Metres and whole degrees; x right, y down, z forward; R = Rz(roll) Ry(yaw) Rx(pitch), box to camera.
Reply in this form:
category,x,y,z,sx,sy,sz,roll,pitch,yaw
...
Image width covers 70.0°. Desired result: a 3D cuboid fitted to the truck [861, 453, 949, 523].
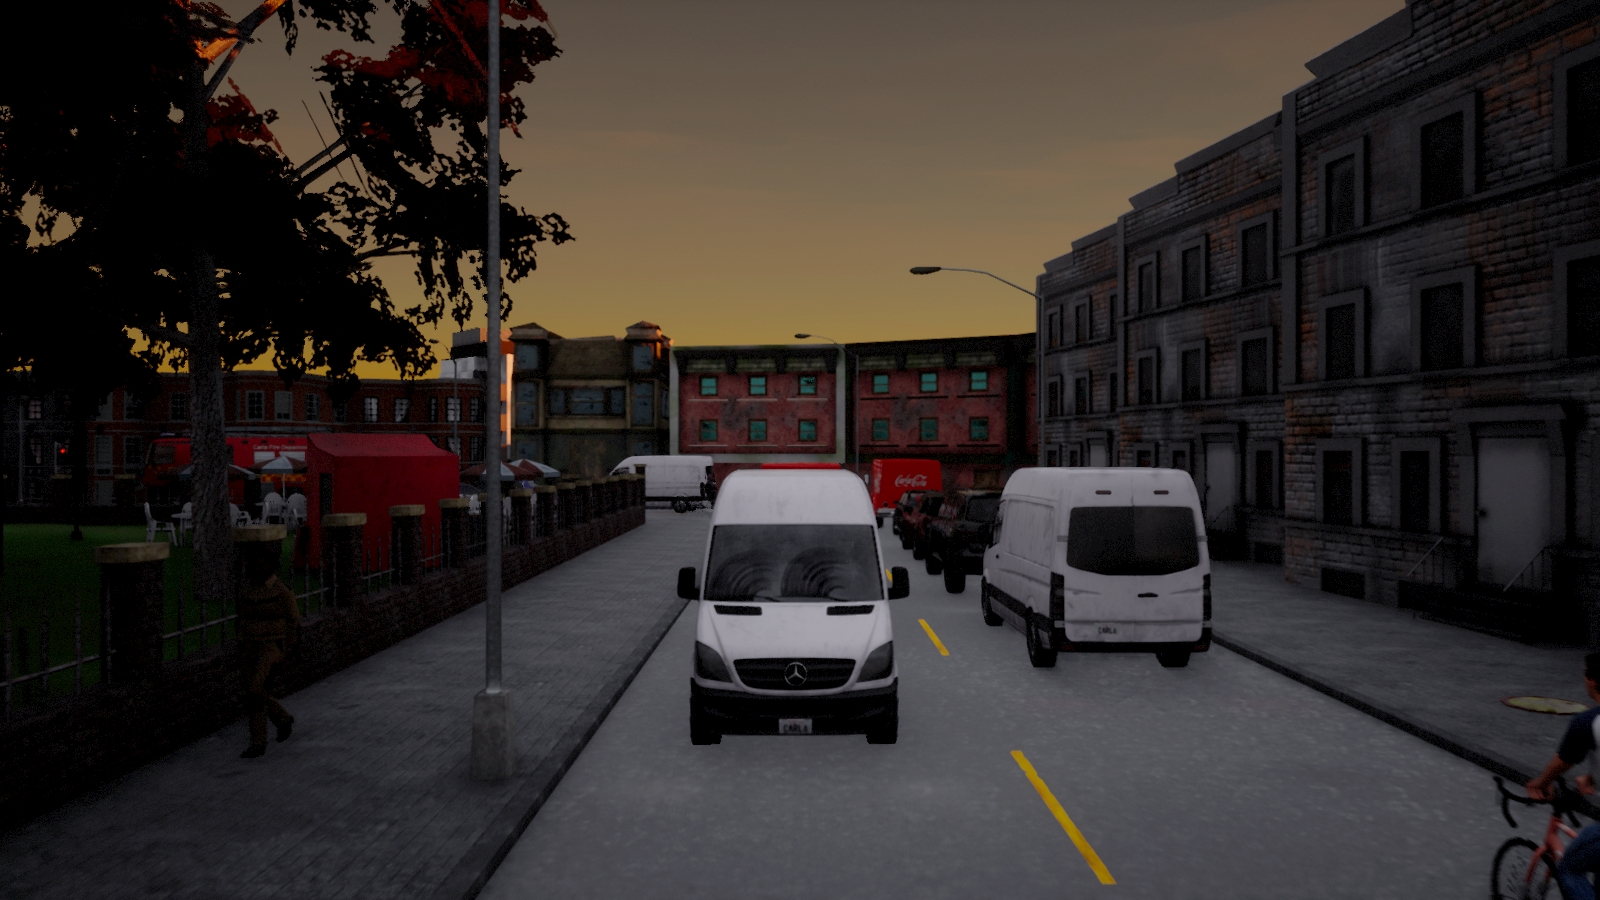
category,x,y,z,sx,sy,sz,roll,pitch,yaw
truck,3.839,1.349,42.857,2.627,2.467,5.204,0,0,-2

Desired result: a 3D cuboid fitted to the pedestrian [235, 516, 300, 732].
category,x,y,z,sx,sy,sz,roll,pitch,yaw
pedestrian,-4.727,1.525,10.157,0.375,1.860,0.375,0,0,10

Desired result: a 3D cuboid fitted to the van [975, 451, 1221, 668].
category,x,y,z,sx,sy,sz,roll,pitch,yaw
van,3.972,1.312,16.469,1.988,2.561,5.915,0,0,0

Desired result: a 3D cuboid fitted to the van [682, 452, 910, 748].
category,x,y,z,sx,sy,sz,roll,pitch,yaw
van,-0.067,1.314,12.918,1.988,2.561,5.915,0,0,-1

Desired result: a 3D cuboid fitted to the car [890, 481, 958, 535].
category,x,y,z,sx,sy,sz,roll,pitch,yaw
car,3.910,1.806,36.488,1.789,1.549,3.705,0,0,0

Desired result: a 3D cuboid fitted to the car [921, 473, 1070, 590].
category,x,y,z,sx,sy,sz,roll,pitch,yaw
car,3.913,1.560,23.895,2.150,2.045,5.566,0,0,0

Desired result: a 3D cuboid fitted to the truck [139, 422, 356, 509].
category,x,y,z,sx,sy,sz,roll,pitch,yaw
truck,-24.964,0.671,51.944,8.468,3.827,2.891,0,0,-1

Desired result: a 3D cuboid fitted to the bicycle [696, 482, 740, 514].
category,x,y,z,sx,sy,sz,roll,pitch,yaw
bicycle,-3.335,1.942,46.507,1.835,1.271,0.329,0,3,27

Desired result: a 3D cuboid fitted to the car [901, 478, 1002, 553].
category,x,y,z,sx,sy,sz,roll,pitch,yaw
car,3.961,1.686,30.690,2.097,1.767,4.553,0,0,0

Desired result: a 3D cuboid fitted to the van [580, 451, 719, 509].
category,x,y,z,sx,sy,sz,roll,pitch,yaw
van,-6.815,1.316,51.826,5.915,2.561,1.988,0,0,10
